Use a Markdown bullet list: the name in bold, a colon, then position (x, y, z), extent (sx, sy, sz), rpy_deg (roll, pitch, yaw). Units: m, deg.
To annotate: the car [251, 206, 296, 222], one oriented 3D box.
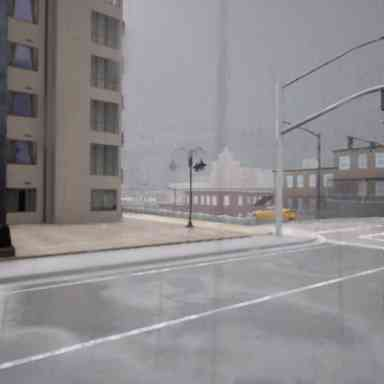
- **car**: position (8.318, 2.231, 34.347), extent (1.882, 1.535, 5.008), rpy_deg (1, -3, -36)
